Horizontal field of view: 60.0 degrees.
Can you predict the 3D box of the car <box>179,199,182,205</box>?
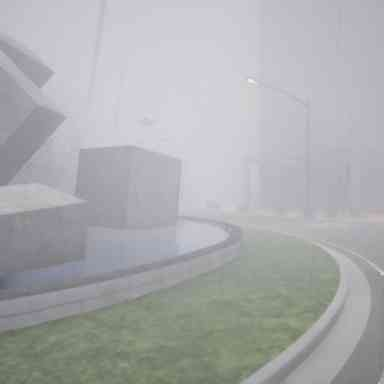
[{"bbox_3d":[-3.416,2.097,70.367,1.837,1.490,4.892,0,0,9],"label":"car"}]
